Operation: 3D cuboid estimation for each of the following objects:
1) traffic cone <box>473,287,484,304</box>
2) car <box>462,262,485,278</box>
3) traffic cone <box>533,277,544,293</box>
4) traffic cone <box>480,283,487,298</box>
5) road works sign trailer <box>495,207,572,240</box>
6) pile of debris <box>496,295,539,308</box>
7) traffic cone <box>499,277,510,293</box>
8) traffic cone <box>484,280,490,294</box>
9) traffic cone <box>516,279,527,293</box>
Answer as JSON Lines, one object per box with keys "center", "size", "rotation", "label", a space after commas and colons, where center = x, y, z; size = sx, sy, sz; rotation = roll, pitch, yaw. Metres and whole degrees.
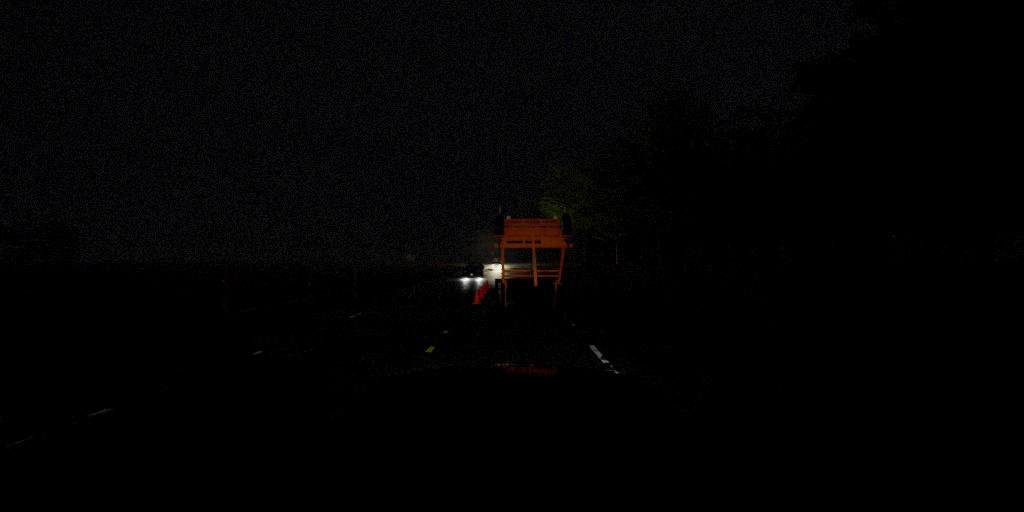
{"center": [-1.462, 1.694, 14.909], "size": [0.340, 0.580, 0.340], "rotation": [0, 0, 0], "label": "traffic cone"}
{"center": [-3.540, 1.263, 34.118], "size": [2.033, 1.411, 5.357], "rotation": [0, 0, 0], "label": "car"}
{"center": [1.545, 1.688, 20.903], "size": [0.340, 0.580, 0.340], "rotation": [0, 0, 0], "label": "traffic cone"}
{"center": [-1.459, 1.692, 16.908], "size": [0.340, 0.580, 0.340], "rotation": [0, 0, 0], "label": "traffic cone"}
{"center": [0.629, -2.366, 10.118], "size": [2.380, 3.560, 2.880], "rotation": [0, 0, 0], "label": "road works sign trailer"}
{"center": [0.022, 1.904, 14.912], "size": [1.860, 0.140, 1.500], "rotation": [0, 0, 0], "label": "pile of debris"}
{"center": [-0.453, 1.688, 20.906], "size": [0.340, 0.580, 0.340], "rotation": [0, 0, 0], "label": "traffic cone"}
{"center": [-1.455, 1.690, 18.909], "size": [0.340, 0.580, 0.340], "rotation": [0, 0, 0], "label": "traffic cone"}
{"center": [0.546, 1.688, 20.905], "size": [0.340, 0.580, 0.340], "rotation": [0, 0, 0], "label": "traffic cone"}
